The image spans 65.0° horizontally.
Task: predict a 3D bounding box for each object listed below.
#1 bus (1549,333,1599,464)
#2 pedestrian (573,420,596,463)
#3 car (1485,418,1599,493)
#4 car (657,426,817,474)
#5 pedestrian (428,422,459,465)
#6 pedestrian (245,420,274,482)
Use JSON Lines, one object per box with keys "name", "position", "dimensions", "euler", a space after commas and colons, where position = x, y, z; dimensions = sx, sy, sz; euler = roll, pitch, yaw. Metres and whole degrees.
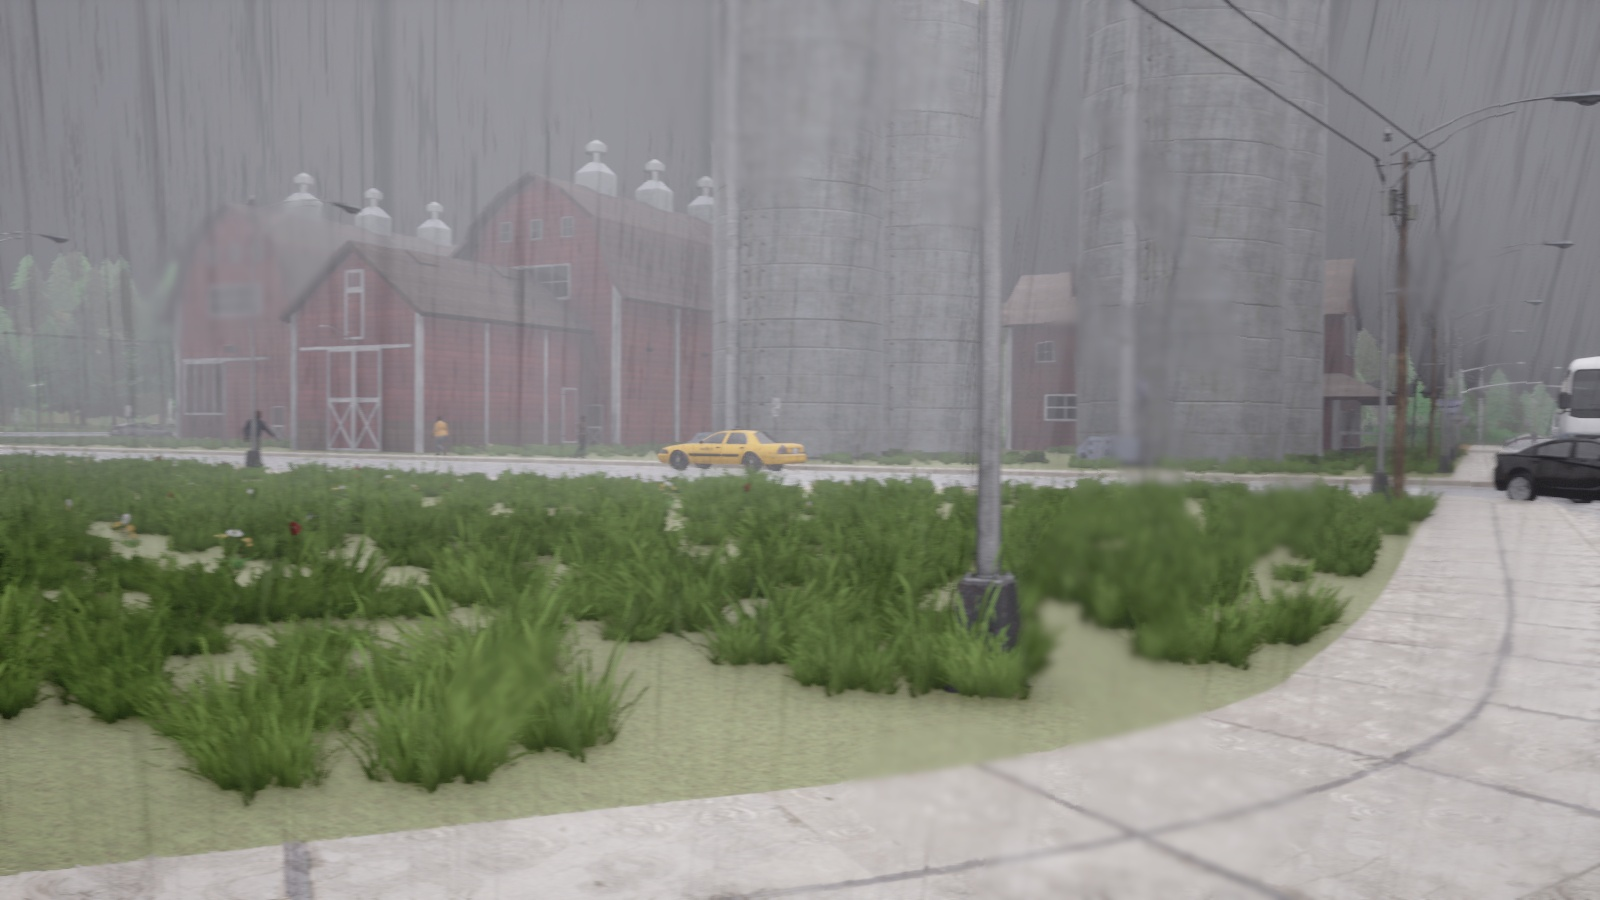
{"name": "bus", "position": [29.160, -1.769, 44.832], "dimensions": [3.944, 4.253, 10.273], "euler": [0, 1, 30]}
{"name": "pedestrian", "position": [-9.078, -0.361, 52.911], "dimensions": [0.869, 1.805, 0.328], "euler": [0, 1, 28]}
{"name": "car", "position": [17.093, 0.093, 26.273], "dimensions": [1.882, 1.535, 5.008], "euler": [-1, 1, -16]}
{"name": "car", "position": [-2.207, -0.002, 43.716], "dimensions": [5.366, 1.575, 1.801], "euler": [0, 1, 28]}
{"name": "pedestrian", "position": [-15.560, -0.306, 54.774], "dimensions": [0.900, 1.855, 0.874], "euler": [0, 1, 27]}
{"name": "pedestrian", "position": [-16.163, 0.020, 37.551], "dimensions": [0.726, 1.835, 0.370], "euler": [0, 1, 27]}
